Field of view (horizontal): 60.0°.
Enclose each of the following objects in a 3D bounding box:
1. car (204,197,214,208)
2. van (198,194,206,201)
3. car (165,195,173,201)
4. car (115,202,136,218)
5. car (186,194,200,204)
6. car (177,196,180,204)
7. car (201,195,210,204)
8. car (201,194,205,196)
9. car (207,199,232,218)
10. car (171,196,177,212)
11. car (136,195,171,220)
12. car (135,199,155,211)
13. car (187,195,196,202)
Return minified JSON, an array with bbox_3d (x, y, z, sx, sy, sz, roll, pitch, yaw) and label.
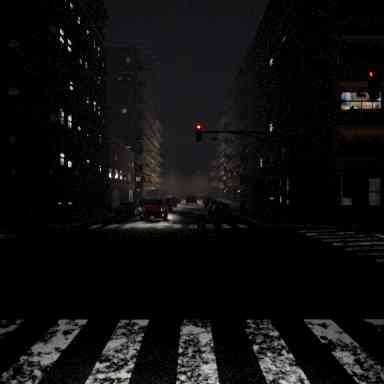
[{"bbox_3d":[2.625,1.569,35.907,1.947,1.339,4.313,0,0,0],"label":"car"},{"bbox_3d":[2.540,1.376,85.618,1.690,1.788,3.998,-1,0,0],"label":"van"},{"bbox_3d":[-5.839,1.560,85.447,1.752,1.417,4.829,0,0,0],"label":"car"},{"bbox_3d":[-5.747,1.567,30.381,1.947,1.339,4.313,0,0,0],"label":"car"},{"bbox_3d":[-0.103,1.368,61.437,2.097,1.767,4.553,0,0,0],"label":"car"},{"bbox_3d":[-3.165,1.535,47.936,1.812,1.442,4.674,0,0,0],"label":"car"},{"bbox_3d":[2.606,1.553,46.954,1.887,1.381,4.507,0,0,0],"label":"car"},{"bbox_3d":[3.048,1.542,60.952,1.812,1.442,4.674,0,0,0],"label":"car"},{"bbox_3d":[2.634,1.583,30.383,1.802,1.307,4.206,0,0,0],"label":"car"},{"bbox_3d":[-3.162,1.496,37.920,2.128,1.511,4.902,0,0,0],"label":"car"},{"bbox_3d":[-3.087,1.353,27.630,2.097,1.767,4.553,0,0,-2],"label":"car"},{"bbox_3d":[-5.766,1.571,41.429,1.947,1.339,4.313,0,0,0],"label":"car"},{"bbox_3d":[-0.115,1.407,69.840,1.994,1.385,4.181,0,0,0],"label":"car"}]
